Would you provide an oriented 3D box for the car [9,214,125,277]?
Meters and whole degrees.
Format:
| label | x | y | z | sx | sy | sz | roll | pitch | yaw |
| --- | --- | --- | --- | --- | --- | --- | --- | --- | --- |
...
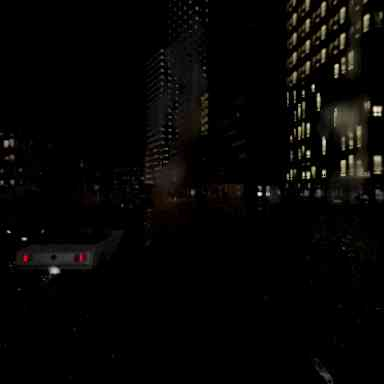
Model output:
| label | x | y | z | sx | sy | sz | roll | pitch | yaw |
| --- | --- | --- | --- | --- | --- | --- | --- | --- | --- |
| car | -3.318 | 1.582 | 10.135 | 1.895 | 1.301 | 4.718 | 0 | 0 | -1 |

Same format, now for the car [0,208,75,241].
| label | x | y | z | sx | sy | sz | roll | pitch | yaw |
| --- | --- | --- | --- | --- | --- | --- | --- | --- | --- |
| car | -6.964 | 1.522 | 16.240 | 2.033 | 1.411 | 5.357 | 0 | 0 | -3 |

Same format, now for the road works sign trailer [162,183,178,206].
| label | x | y | z | sx | sy | sz | roll | pitch | yaw |
| --- | --- | --- | --- | --- | --- | --- | --- | --- | --- |
| road works sign trailer | -3.449 | 0.270 | 51.114 | 2.380 | 3.560 | 2.880 | 0 | 0 | -9 |

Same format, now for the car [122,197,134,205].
| label | x | y | z | sx | sy | sz | roll | pitch | yaw |
| --- | --- | --- | --- | --- | --- | --- | --- | --- | --- |
| car | -10.860 | 1.414 | 56.315 | 1.895 | 1.301 | 4.718 | 0 | 0 | -8 |

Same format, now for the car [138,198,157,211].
| label | x | y | z | sx | sy | sz | roll | pitch | yaw |
| --- | --- | --- | --- | --- | --- | --- | --- | --- | --- |
| car | -5.109 | 1.399 | 38.056 | 1.812 | 1.442 | 4.674 | 0 | 0 | -6 |

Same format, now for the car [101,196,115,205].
| label | x | y | z | sx | sy | sz | roll | pitch | yaw |
| --- | --- | --- | --- | --- | --- | --- | --- | --- | --- |
| car | -14.057 | 1.378 | 55.769 | 2.033 | 1.411 | 5.357 | 0 | 0 | -8 |
